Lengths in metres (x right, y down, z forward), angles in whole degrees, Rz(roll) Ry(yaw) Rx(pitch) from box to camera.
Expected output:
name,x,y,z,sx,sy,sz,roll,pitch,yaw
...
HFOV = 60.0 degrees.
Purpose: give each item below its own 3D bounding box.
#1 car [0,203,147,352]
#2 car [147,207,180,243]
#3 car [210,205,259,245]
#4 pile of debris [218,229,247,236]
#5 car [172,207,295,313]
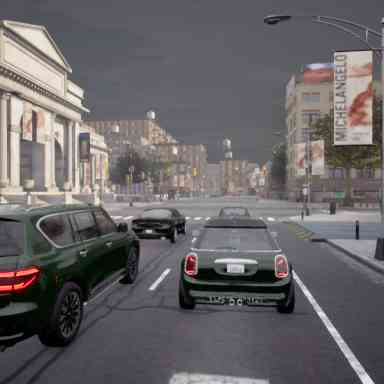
name,x,y,z,sx,sy,sz,roll,pitch,yaw
car,-2.671,1.221,6.533,2.150,2.045,5.566,0,0,6
car,-1.459,1.478,16.207,1.882,1.535,5.008,0,0,7
car,2.136,1.489,16.752,2.128,1.511,4.902,0,0,7
pile of debris,2.192,2.175,17.989,1.500,0.140,1.860,0,0,8
car,1.009,1.352,7.903,2.097,1.767,4.553,0,0,7
